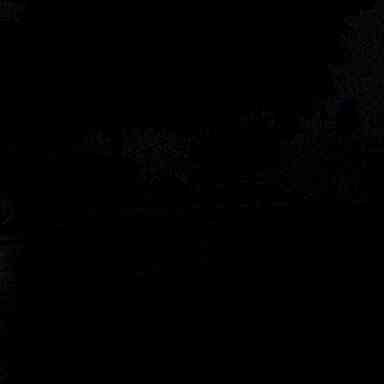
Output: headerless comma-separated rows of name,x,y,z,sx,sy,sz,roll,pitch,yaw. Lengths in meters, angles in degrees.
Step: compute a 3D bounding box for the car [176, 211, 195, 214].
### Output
car,0.019,1.840,20.119,1.994,1.385,4.181,-1,-2,35
